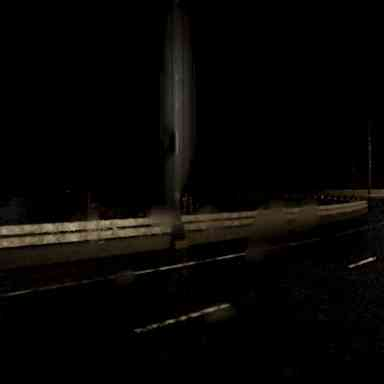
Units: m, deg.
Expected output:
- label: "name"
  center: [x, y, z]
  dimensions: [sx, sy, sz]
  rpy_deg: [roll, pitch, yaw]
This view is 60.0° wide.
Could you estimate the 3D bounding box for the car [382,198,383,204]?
- label: "car"
  center: [34.569, 1.473, 57.905]
  dimensions: [2.128, 1.511, 4.902]
  rpy_deg: [0, 0, 19]
